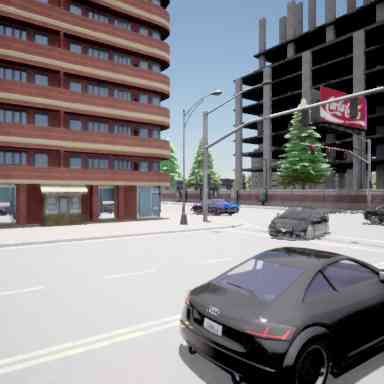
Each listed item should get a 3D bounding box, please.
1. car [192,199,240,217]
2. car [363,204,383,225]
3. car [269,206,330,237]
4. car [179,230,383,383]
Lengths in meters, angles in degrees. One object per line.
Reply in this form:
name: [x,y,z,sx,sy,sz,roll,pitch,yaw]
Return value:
car: [2.121,1.600,32.023,1.895,1.301,4.718,0,0,-36]
car: [13.881,1.503,21.753,1.837,1.490,4.892,0,0,-36]
car: [5.653,1.505,17.032,1.837,1.490,4.892,4,3,38]
car: [1.880,1.564,5.103,4.181,1.385,1.994,0,0,-35]
